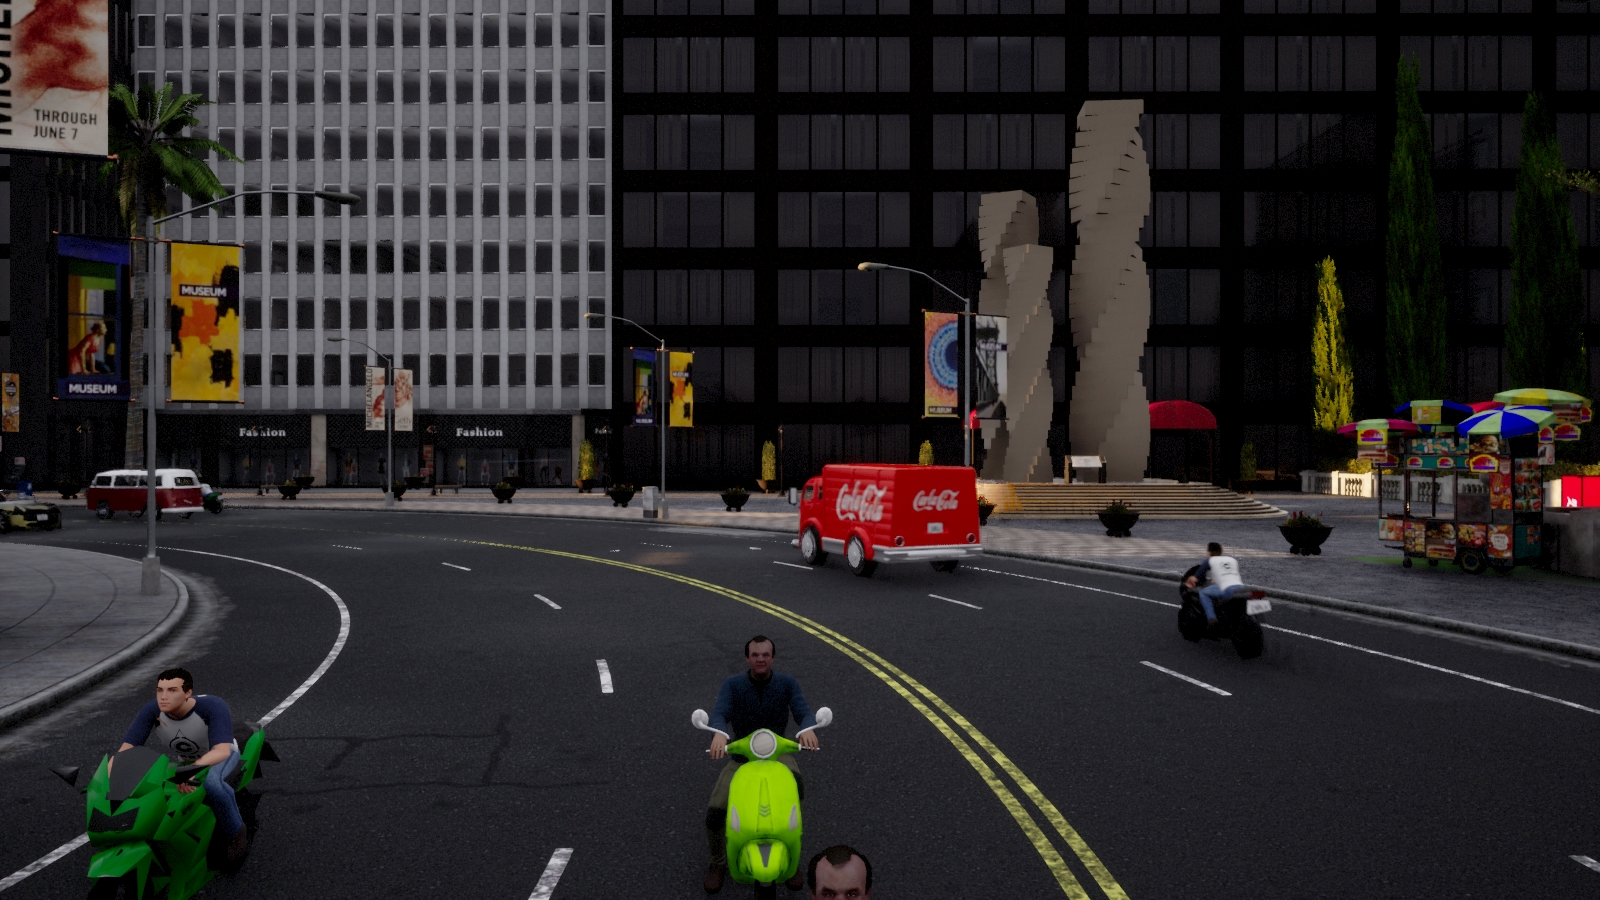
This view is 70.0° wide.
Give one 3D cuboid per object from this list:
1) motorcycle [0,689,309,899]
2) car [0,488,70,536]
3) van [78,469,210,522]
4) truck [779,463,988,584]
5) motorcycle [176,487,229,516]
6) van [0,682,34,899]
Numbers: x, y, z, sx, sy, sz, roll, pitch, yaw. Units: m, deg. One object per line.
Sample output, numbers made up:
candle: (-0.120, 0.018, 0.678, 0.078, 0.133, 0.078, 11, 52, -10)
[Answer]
motorcycle: (-3.697, 2.213, 6.785, 0.803, 1.145, 2.033, 0, 0, -4)
car: (-27.242, 2.064, 38.911, 3.806, 1.475, 1.970, 0, 0, 16)
van: (-26.310, 1.782, 45.855, 4.480, 2.038, 2.069, 0, -1, 17)
truck: (1.808, 1.568, 26.845, 2.627, 2.467, 5.204, 0, 0, -26)
motorcycle: (-25.778, 2.213, 49.302, 2.033, 1.145, 0.803, 0, 1, 16)
van: (-3.531, 1.783, 1.506, 2.069, 2.038, 4.480, 0, 0, -1)
